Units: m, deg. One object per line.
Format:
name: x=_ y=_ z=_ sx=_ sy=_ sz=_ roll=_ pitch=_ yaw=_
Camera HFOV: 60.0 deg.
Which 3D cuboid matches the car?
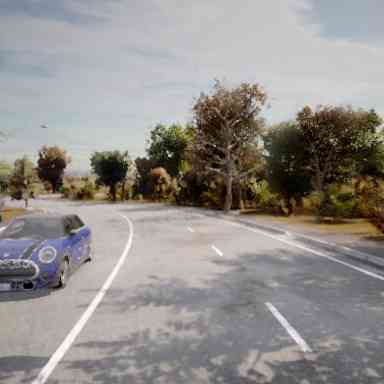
car: x=-4.168 y=1.410 z=9.200 sx=2.097 sy=1.767 sz=4.553 roll=-1 pitch=0 yaw=-5
